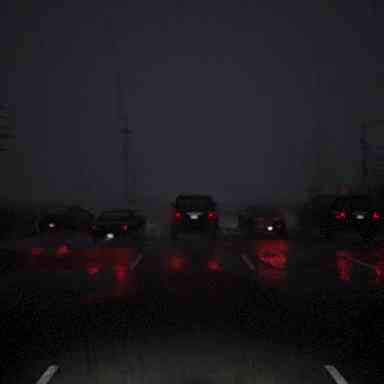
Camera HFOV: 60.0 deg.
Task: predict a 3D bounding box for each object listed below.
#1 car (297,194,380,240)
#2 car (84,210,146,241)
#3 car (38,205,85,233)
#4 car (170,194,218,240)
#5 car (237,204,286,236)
[{"bbox_3d":[7.099,1.129,16.705,2.150,2.045,5.566,0,0,0],"label":"car"},{"bbox_3d":[-3.402,1.513,16.065,1.895,1.301,4.718,0,0,0],"label":"car"},{"bbox_3d":[-6.924,1.424,18.646,1.812,1.442,4.674,0,0,-1],"label":"car"},{"bbox_3d":[0.100,1.130,16.658,2.150,2.045,5.566,0,0,0],"label":"car"},{"bbox_3d":[3.599,1.407,17.729,1.837,1.490,4.892,0,0,0],"label":"car"}]
